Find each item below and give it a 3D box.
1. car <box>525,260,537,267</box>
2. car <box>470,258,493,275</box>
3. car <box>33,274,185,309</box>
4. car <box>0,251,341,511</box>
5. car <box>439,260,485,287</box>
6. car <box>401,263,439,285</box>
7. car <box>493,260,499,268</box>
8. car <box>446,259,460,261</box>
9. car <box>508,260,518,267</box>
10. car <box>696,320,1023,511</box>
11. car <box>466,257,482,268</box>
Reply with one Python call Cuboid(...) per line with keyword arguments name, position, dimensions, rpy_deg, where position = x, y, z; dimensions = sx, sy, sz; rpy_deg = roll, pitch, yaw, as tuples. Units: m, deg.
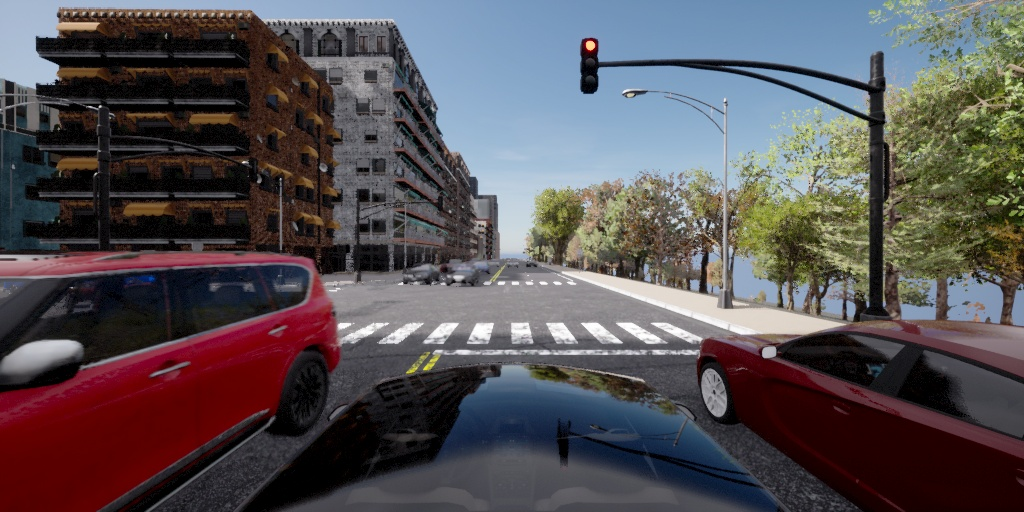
Cuboid(name="car", position=(3.407, 1.371, 64.242), dimensions=(1.895, 1.301, 4.718), rpy_deg=(0, 0, 0))
Cuboid(name="car", position=(-3.317, 1.280, 38.580), dimensions=(1.812, 1.442, 4.674), rpy_deg=(0, 0, 0))
Cuboid(name="car", position=(-18.085, 1.573, 16.288), dimensions=(4.718, 1.301, 1.895), rpy_deg=(-1, 0, -1))
Cuboid(name="car", position=(-3.352, 0.972, 2.539), dimensions=(2.150, 2.045, 5.566), rpy_deg=(0, 0, 0))
Cuboid(name="car", position=(-3.332, 1.260, 24.847), dimensions=(2.128, 1.511, 4.902), rpy_deg=(0, 0, 0))
Cuboid(name="car", position=(-6.575, 1.286, 26.424), dimensions=(1.812, 1.442, 4.674), rpy_deg=(0, 0, 0))
Cuboid(name="car", position=(-3.247, 1.370, 63.026), dimensions=(1.895, 1.301, 4.718), rpy_deg=(0, 0, 1))
Cuboid(name="car", position=(-6.565, 1.107, 39.746), dimensions=(2.097, 1.767, 4.553), rpy_deg=(0, 0, 0))
Cuboid(name="car", position=(0.158, 1.371, 64.268), dimensions=(1.895, 1.301, 4.718), rpy_deg=(0, 0, 0))
Cuboid(name="car", position=(3.350, 1.228, 2.718), dimensions=(1.882, 1.535, 5.008), rpy_deg=(0, 0, 0))
Cuboid(name="car", position=(-6.507, 1.119, 61.852), dimensions=(2.097, 1.767, 4.553), rpy_deg=(0, 0, 0))
